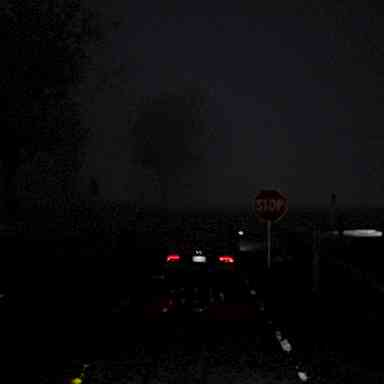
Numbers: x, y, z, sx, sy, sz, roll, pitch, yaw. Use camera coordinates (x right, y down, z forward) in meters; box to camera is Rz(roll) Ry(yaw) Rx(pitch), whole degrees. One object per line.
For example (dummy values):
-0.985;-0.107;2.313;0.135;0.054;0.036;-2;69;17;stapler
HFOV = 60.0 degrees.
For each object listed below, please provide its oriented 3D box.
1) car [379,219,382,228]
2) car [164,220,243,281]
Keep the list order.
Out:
13.792;1.793;20.240;4.181;1.385;1.994;1;0;2;car
0.519;1.551;9.945;2.033;1.411;5.357;0;0;8;car
